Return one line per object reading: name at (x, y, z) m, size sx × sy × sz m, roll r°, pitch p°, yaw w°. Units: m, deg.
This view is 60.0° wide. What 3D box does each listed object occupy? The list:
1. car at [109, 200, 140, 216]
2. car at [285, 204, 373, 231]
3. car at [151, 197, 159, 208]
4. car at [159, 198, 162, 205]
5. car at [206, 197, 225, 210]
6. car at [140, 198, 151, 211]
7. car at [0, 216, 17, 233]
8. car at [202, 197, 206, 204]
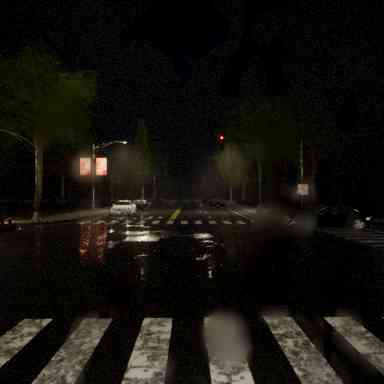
car at (-6.616, 1.553, 32.404) m, size 1.812 × 1.442 × 4.674 m, roll 0°, pitch 0°, yaw 0°
car at (8.060, 1.483, 19.735) m, size 4.892 × 1.490 × 1.837 m, roll 0°, pitch 0°, yaw -1°
car at (-6.629, 1.616, 51.315) m, size 1.812 × 1.442 × 4.674 m, roll 0°, pitch 0°, yaw 0°
car at (-6.606, 1.684, 61.160) m, size 2.033 × 1.411 × 5.357 m, roll 0°, pitch 0°, yaw 0°
car at (3.300, 1.539, 44.764) m, size 1.882 × 1.535 × 5.008 m, roll 0°, pitch 0°, yaw 0°
car at (-6.622, 1.650, 41.415) m, size 1.895 × 1.301 × 4.718 m, roll 0°, pitch 0°, yaw 0°
car at (-11.619, 1.591, 16.341) m, size 5.357 × 1.411 × 2.033 m, roll -1°, pitch 0°, yaw 0°
car at (3.235, 1.707, 70.854) m, size 1.812 × 1.442 × 4.674 m, roll 0°, pitch 0°, yaw 0°
